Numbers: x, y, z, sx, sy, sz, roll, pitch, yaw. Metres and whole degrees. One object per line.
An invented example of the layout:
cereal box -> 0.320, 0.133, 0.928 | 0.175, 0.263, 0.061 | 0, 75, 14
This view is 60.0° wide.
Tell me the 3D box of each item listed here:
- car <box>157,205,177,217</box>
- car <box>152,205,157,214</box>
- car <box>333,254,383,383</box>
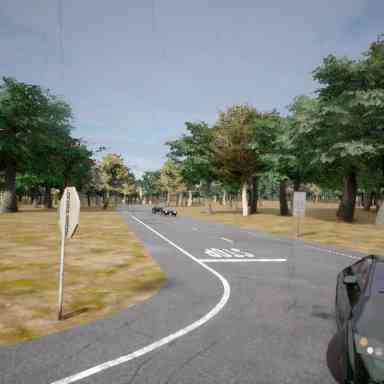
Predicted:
car -> -3.470, 2.851, 48.049 | 1.895, 1.301, 4.718 | 3, -2, -13
car -> -5.728, 2.962, 56.896 | 1.882, 1.535, 5.008 | 3, -2, -14
car -> 3.124, 1.643, 4.647 | 1.994, 1.385, 4.181 | 1, -1, 22
